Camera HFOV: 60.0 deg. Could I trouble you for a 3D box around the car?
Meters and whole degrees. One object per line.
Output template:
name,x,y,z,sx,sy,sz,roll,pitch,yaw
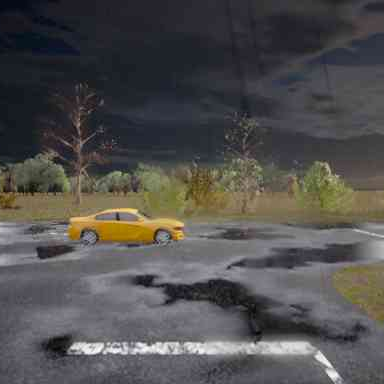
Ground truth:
car,-2.854,1.491,14.714,5.008,1.535,1.882,0,0,-1
